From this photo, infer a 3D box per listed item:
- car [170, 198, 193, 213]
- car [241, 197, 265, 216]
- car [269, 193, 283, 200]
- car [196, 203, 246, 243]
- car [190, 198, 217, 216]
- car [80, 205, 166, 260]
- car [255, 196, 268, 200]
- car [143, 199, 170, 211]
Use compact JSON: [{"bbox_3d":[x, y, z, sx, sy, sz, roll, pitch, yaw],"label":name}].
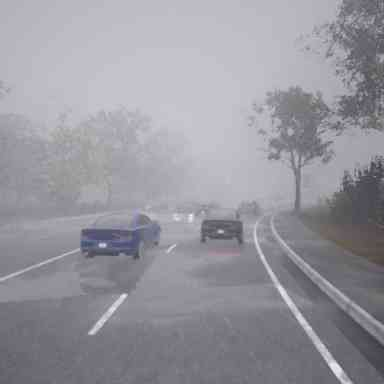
[{"bbox_3d":[-0.349,1.426,37.991,2.097,1.767,4.553,0,0,20],"label":"car"},{"bbox_3d":[5.918,1.597,34.134,2.128,1.511,4.902,0,0,18],"label":"car"},{"bbox_3d":[18.530,1.206,73.765,2.150,2.045,5.566,0,0,34],"label":"car"},{"bbox_3d":[1.581,1.522,16.459,1.882,1.535,5.008,0,0,8],"label":"car"},{"bbox_3d":[1.644,1.581,32.239,1.837,1.490,4.892,0,0,16],"label":"car"},{"bbox_3d":[-2.483,1.495,12.689,1.882,1.535,5.008,0,0,6],"label":"car"},{"bbox_3d":[14.712,1.675,74.366,1.837,1.490,4.892,0,0,33],"label":"car"},{"bbox_3d":[-4.016,1.544,38.108,2.128,1.511,4.902,0,0,20],"label":"car"}]
